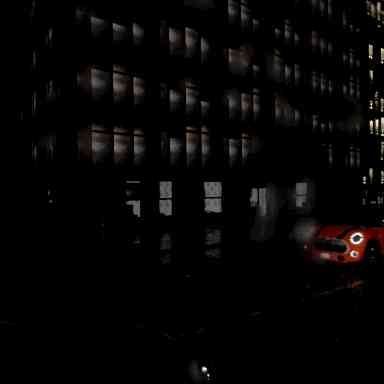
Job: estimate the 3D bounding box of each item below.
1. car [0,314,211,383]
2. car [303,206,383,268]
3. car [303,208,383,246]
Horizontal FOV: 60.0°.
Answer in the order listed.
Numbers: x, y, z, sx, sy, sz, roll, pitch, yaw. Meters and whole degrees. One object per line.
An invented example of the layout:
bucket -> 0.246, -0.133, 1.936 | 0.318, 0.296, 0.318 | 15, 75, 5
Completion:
car -> -2.036, 1.492, 1.857 | 4.902, 1.511, 2.128 | 0, 0, -35
car -> 5.874, 1.350, 11.433 | 4.553, 1.767, 2.097 | 0, 0, -35
car -> 7.474, 1.542, 15.764 | 4.507, 1.381, 1.887 | 0, -1, -35
